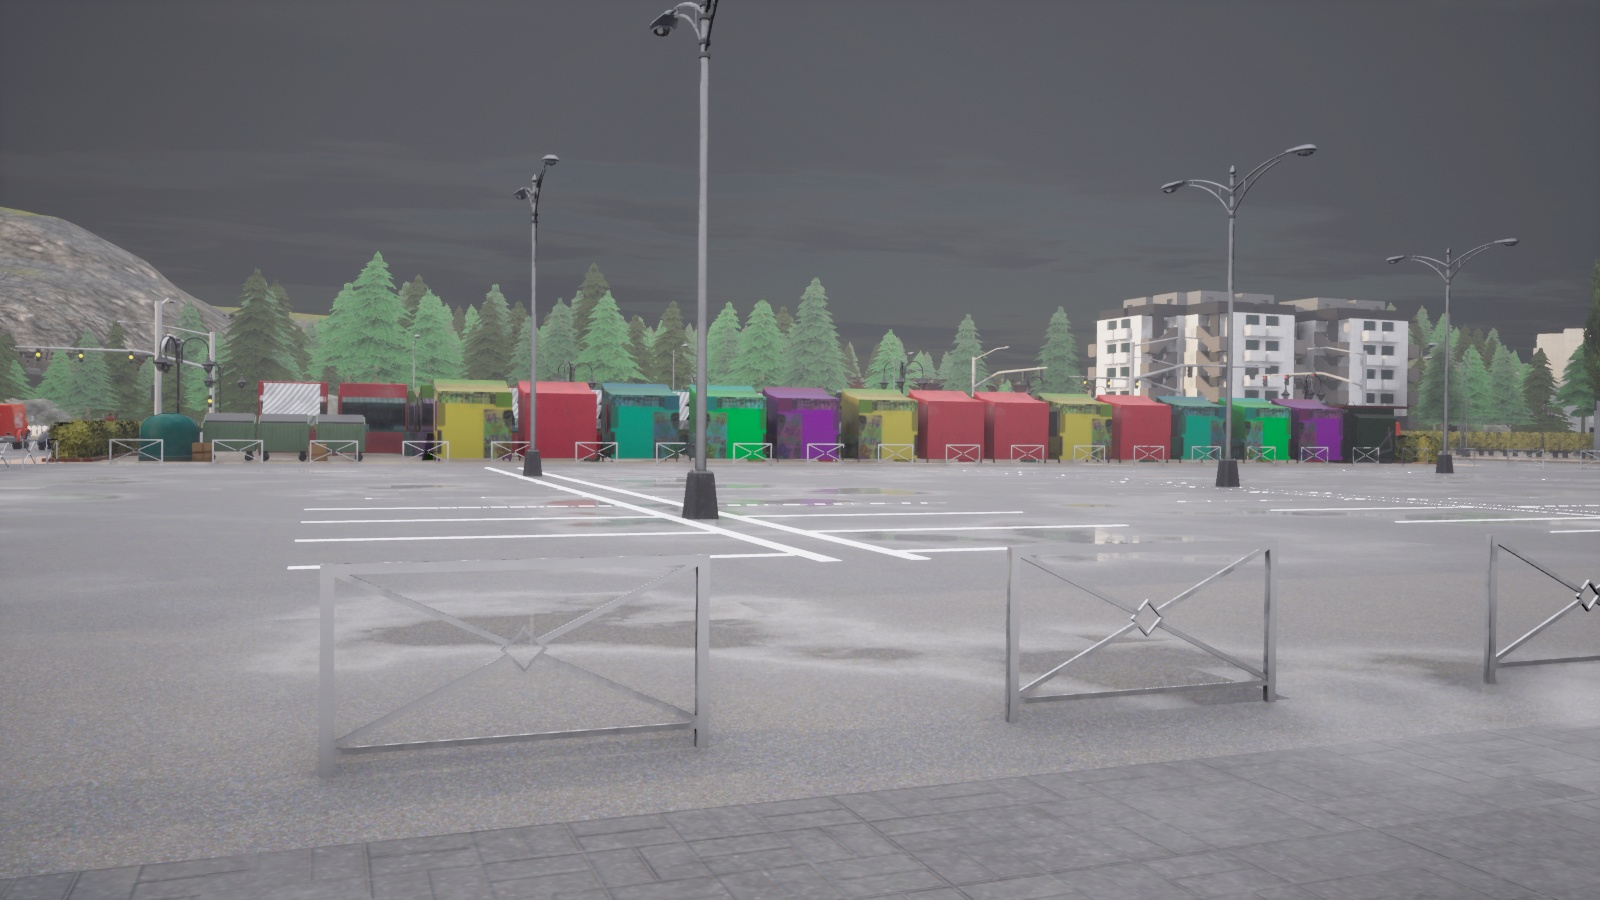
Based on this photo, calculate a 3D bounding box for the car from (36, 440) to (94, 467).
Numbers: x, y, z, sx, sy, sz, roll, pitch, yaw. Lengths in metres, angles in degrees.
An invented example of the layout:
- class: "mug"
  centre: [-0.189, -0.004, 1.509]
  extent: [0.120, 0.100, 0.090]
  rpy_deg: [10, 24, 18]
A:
- class: "car"
  centre: [-39.409, 0.171, 67.404]
  extent: [1.994, 1.385, 4.181]
  rpy_deg: [-1, 1, -21]

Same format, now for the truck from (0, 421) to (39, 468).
- class: "truck"
  centre: [-43.547, -0.340, 68.397]
  extent: [2.627, 2.467, 5.204]
  rpy_deg: [-1, 1, -21]
